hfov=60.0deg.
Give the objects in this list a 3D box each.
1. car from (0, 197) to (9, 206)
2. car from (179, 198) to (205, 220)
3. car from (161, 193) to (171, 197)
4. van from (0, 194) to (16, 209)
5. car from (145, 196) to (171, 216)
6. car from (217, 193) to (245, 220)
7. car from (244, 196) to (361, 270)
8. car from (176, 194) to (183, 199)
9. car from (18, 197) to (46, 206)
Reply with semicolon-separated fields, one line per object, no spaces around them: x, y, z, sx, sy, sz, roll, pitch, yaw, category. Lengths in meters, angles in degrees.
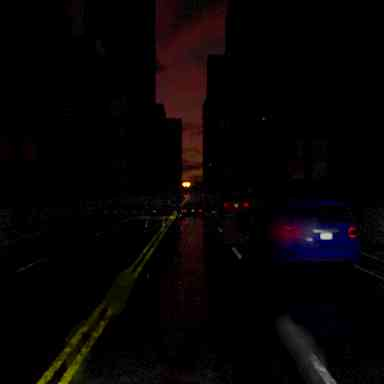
-29.275;1.403;48.392;4.206;1.307;1.802;0;0;0;car
0.084;1.448;27.403;2.033;1.411;5.357;0;0;0;car
-6.547;1.190;87.352;1.837;1.490;4.892;0;0;0;car
-23.588;1.171;39.872;3.998;1.788;1.690;0;0;0;van
-3.273;1.413;31.527;1.812;1.442;4.674;0;0;0;car
3.335;1.118;27.563;2.150;2.045;5.566;0;0;0;car
3.347;1.182;10.963;2.150;2.045;5.566;0;0;0;car
-3.297;1.167;87.354;1.882;1.535;5.008;0;0;0;car
-23.597;1.375;48.397;4.403;1.369;2.008;0;0;0;car
